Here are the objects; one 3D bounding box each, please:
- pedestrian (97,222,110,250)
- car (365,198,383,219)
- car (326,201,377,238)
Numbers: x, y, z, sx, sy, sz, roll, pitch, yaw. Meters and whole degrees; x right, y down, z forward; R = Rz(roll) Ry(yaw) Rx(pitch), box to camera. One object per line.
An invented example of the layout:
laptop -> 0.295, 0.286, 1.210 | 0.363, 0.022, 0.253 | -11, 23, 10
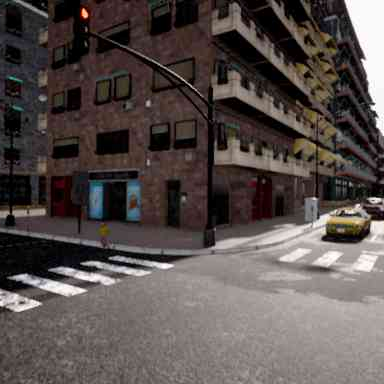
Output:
pedestrian -> -3.261, 1.613, 12.435 | 0.500, 1.100, 0.500 | 0, -1, 35
car -> 14.404, 1.230, 26.407 | 1.967, 1.590, 4.097 | 2, 1, 34
car -> 8.020, 1.391, 16.896 | 1.752, 1.417, 4.829 | 2, 1, 34
